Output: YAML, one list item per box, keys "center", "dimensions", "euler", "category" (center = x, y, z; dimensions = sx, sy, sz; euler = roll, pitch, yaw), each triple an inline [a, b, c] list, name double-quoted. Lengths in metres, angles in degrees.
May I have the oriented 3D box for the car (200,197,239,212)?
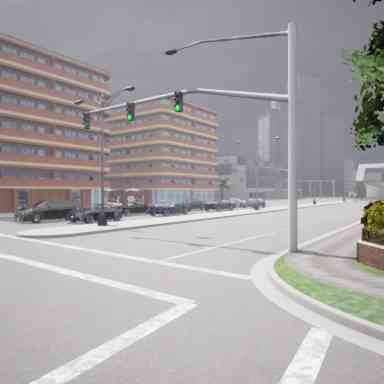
- center: [3.308, 1.600, 39.407]
  dimensions: [1.895, 1.301, 4.718]
  euler: [0, 0, 36]
  category: "car"

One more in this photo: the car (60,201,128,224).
- center: [-7.245, 1.563, 24.920]
  dimensions: [1.994, 1.385, 4.181]
  euler: [0, 0, 36]
  category: "car"

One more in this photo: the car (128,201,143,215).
- center: [-5.835, 1.599, 32.808]
  dimensions: [1.895, 1.301, 4.718]
  euler: [0, 0, 36]
  category: "car"

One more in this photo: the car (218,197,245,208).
- center: [5.835, 1.524, 48.783]
  dimensions: [1.812, 1.442, 4.674]
  euler: [0, 0, 36]
  category: "car"

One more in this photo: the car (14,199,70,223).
- center: [-11.103, 1.351, 25.576]
  dimensions: [2.097, 1.767, 4.553]
  euler: [0, 0, 36]
  category: "car"

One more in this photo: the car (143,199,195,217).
- center: [-2.087, 1.600, 32.000]
  dimensions: [1.895, 1.301, 4.718]
  euler: [0, 0, 36]
  category: "car"

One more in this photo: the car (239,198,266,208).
- center: [8.846, 1.525, 46.970]
  dimensions: [1.812, 1.442, 4.674]
  euler: [0, 0, 36]
  category: "car"

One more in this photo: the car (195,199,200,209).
- center: [-0.196, 1.546, 40.545]
  dimensions: [2.033, 1.411, 5.357]
  euler: [0, 0, 36]
  category: "car"
